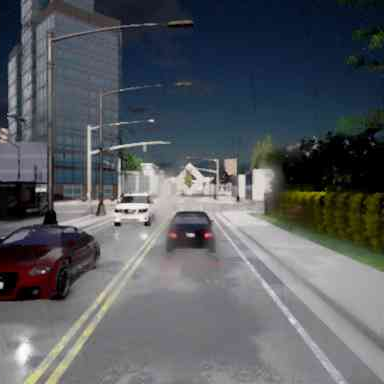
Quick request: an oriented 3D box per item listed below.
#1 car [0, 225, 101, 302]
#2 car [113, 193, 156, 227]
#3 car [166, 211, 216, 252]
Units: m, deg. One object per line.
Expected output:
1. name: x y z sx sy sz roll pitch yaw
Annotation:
1. car: -3.632 1.519 8.104 1.994 1.385 4.181 0 0 -1
2. car: -3.655 1.094 22.109 2.150 2.045 5.566 0 0 -1
3. car: -0.041 1.469 13.526 2.033 1.411 5.357 0 0 0
